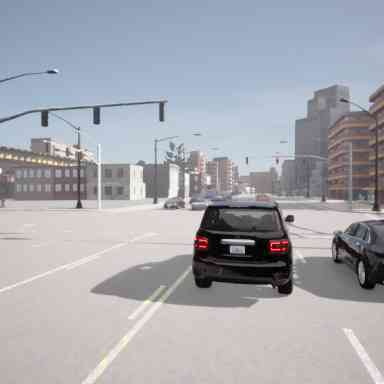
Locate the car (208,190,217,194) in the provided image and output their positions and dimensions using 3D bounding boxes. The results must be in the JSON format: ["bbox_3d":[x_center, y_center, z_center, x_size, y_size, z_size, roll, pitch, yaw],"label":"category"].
[{"bbox_3d":[4.003,0.708,70.611,2.150,2.045,5.566,0,1,12],"label":"car"}]

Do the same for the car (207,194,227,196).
[{"bbox_3d":[4.061,1.369,53.860,1.895,1.301,4.718,0,1,12],"label":"car"}]

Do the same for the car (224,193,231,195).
[{"bbox_3d":[7.234,1.000,68.942,1.837,1.490,4.892,0,1,12],"label":"car"}]

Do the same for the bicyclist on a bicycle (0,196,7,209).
[{"bbox_3d":[-23.709,1.302,41.577,0.582,1.620,1.656,0,0,10],"label":"bicyclist on a bicycle"}]

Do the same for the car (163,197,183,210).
[{"bbox_3d":[-2.125,1.426,41.251,2.128,1.511,4.902,0,0,12],"label":"car"}]

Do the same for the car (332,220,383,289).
[{"bbox_3d":[5.127,1.505,8.962,1.837,1.490,4.892,0,0,11],"label":"car"}]

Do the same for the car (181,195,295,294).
[{"bbox_3d":[1.566,1.221,9.093,2.150,2.045,5.566,0,0,15],"label":"car"}]

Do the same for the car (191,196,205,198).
[{"bbox_3d":[1.169,1.541,39.773,1.895,1.301,4.718,0,0,12],"label":"car"}]

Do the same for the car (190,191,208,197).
[{"bbox_3d":[0.864,1.103,55.661,2.097,1.767,4.553,0,1,12],"label":"car"}]
